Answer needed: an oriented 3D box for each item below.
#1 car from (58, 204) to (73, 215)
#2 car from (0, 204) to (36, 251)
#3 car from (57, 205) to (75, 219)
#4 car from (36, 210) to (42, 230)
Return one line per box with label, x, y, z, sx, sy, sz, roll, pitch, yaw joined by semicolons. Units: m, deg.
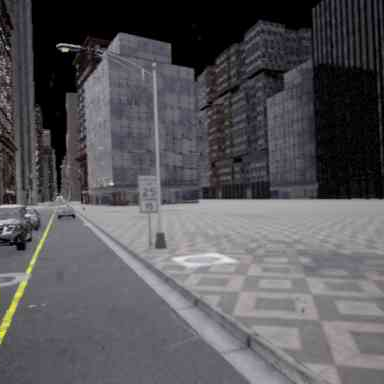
car;-18.645;2.605;48.988;1.994;1.385;4.181;-2;0;-22
car;-9.185;1.675;16.291;2.150;2.045;5.566;-2;0;-21
car;-14.751;2.380;39.137;2.033;1.411;5.357;-2;0;-22
car;-12.825;2.012;25.564;2.097;1.767;4.553;-2;0;-21
